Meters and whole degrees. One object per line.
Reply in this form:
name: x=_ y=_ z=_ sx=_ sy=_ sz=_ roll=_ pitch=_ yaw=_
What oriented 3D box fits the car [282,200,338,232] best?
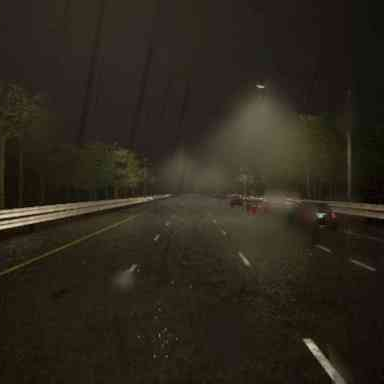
car: x=7.015 y=1.354 z=20.291 sx=2.097 sy=1.767 sz=4.553 roll=0 pitch=0 yaw=0

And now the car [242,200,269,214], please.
car: x=7.043 y=1.570 z=36.094 sx=1.994 sy=1.385 sz=4.181 roll=0 pitch=0 yaw=0

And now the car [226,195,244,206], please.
car: x=7.071 y=1.535 z=53.981 sx=1.812 sy=1.442 sz=4.674 roll=0 pitch=0 yaw=0
